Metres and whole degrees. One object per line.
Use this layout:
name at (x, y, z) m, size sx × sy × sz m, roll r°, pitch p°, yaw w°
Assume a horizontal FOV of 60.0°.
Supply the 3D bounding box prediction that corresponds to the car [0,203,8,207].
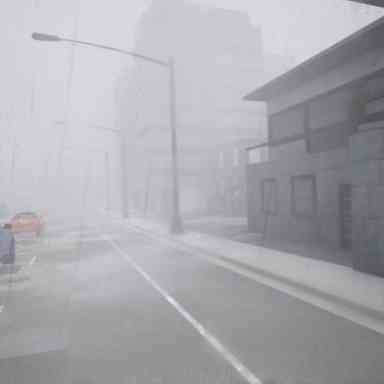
car at (-28.938, 2.753, 49.677) m, size 2.150 × 2.045 × 5.566 m, roll -2°, pitch 1°, yaw -19°

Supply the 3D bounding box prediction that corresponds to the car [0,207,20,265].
car at (-7.243, 1.686, 10.633) m, size 2.150 × 2.045 × 5.566 m, roll -2°, pitch -1°, yaw -19°

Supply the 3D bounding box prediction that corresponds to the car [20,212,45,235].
car at (-12.683, 2.340, 25.707) m, size 2.097 × 1.767 × 4.553 m, roll -2°, pitch -1°, yaw -19°
